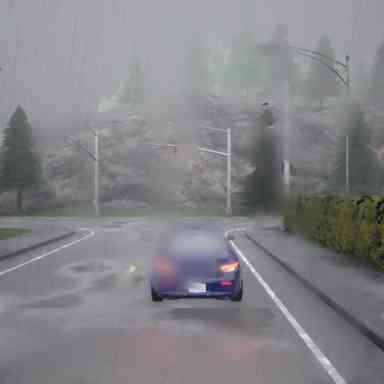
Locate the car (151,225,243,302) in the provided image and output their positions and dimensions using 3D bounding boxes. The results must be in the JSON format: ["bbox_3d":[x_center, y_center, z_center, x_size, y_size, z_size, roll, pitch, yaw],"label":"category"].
[{"bbox_3d":[0.106,1.526,8.157,1.812,1.442,4.674,0,0,0],"label":"car"}]
